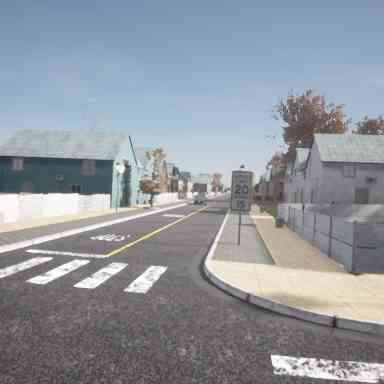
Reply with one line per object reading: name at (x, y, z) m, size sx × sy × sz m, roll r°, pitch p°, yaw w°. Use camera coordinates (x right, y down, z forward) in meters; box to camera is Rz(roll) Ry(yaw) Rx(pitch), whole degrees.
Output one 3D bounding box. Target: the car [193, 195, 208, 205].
car at (1.378, 1.199, 50.750) m, size 1.837 × 1.490 × 4.892 m, roll 3°, pitch 1°, yaw 8°
